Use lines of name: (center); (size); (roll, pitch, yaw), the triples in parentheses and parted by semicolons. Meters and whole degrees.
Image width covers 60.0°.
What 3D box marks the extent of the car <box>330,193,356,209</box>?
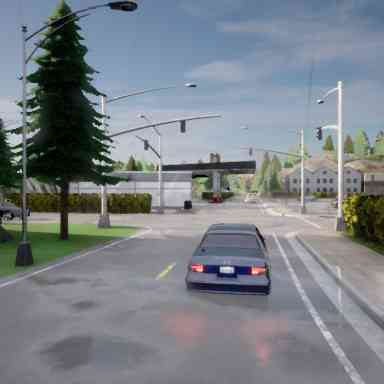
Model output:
car: (20.262, 1.330, 42.355); (5.027, 1.636, 2.152); (0, 0, 10)

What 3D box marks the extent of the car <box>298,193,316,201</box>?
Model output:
car: (26.214, 1.361, 76.091); (3.806, 1.475, 1.970); (0, 0, 10)

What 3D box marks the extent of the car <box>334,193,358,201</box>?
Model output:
car: (34.568, 1.097, 74.643); (4.605, 1.855, 1.932); (0, 0, 10)

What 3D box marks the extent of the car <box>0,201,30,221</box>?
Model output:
car: (-15.737, 1.492, 27.210); (4.902, 1.511, 2.128); (0, 0, 10)

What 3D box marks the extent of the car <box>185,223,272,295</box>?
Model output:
car: (1.093, 1.547, 8.884); (2.033, 1.411, 5.357); (0, 0, 10)

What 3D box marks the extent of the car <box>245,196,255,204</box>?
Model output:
car: (11.231, 1.526, 64.763); (1.812, 1.442, 4.674); (0, 0, 10)

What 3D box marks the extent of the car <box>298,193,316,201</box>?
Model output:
car: (27.398, 1.077, 79.257); (3.866, 1.878, 1.905); (0, 0, 10)
